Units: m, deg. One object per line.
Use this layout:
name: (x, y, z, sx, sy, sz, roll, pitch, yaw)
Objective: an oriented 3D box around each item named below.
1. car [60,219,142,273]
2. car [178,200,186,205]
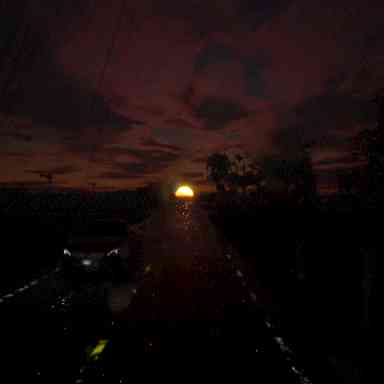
car: (-2.847, 1.676, 11.356, 1.812, 1.442, 4.674, 0, -1, 0)
car: (-2.731, 2.758, 87.563, 1.812, 1.442, 4.674, 0, -1, 0)
